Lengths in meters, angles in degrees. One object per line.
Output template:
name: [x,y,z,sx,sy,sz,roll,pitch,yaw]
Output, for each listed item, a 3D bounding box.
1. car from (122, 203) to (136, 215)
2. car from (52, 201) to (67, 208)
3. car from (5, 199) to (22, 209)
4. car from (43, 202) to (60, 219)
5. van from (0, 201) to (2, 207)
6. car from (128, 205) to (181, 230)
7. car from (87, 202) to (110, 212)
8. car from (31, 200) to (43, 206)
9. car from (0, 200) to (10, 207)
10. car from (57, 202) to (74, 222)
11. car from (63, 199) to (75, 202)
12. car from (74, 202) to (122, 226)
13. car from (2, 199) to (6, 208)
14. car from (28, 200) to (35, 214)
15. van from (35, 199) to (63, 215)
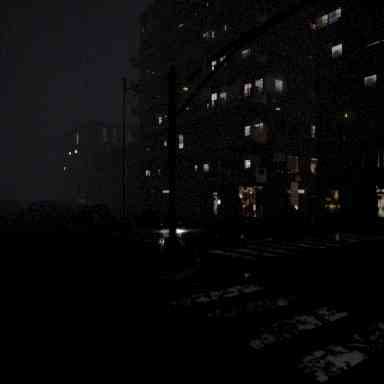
car: [-7.423,2.006,39.764,1.752,1.417,4.829,-1,0,-35]
car: [-26.547,2.462,66.606,1.887,1.381,4.507,-1,0,-35]
car: [-33.176,2.365,62.328,1.967,1.590,4.097,-1,0,-35]
car: [-13.939,2.036,35.329,2.008,1.369,4.403,-1,0,-35]
van: [-39.589,2.411,71.328,1.690,1.788,3.998,-1,0,-35]
car: [-2.541,1.835,23.770,1.994,1.385,4.181,0,-1,-35]
car: [-13.731,2.191,48.619,1.947,1.339,4.313,-1,0,-35]
car: [-39.361,2.773,84.593,1.947,1.339,4.313,-1,0,-35]
car: [-42.693,2.666,75.688,1.752,1.417,4.829,-1,0,-35]
car: [-10.636,1.934,30.691,1.752,1.417,4.829,-1,0,-35]
car: [-23.347,2.160,62.109,2.192,1.841,5.009,-1,0,-35]
car: [-7.530,1.776,26.330,1.967,1.590,4.097,-1,0,-35]
car: [-36.380,2.542,66.828,1.887,1.381,4.507,-1,0,-35]
car: [-20.353,2.073,44.329,1.967,1.590,4.097,-1,0,-35]
van: [-17.149,1.900,39.830,1.690,1.788,3.998,-1,0,-35]
